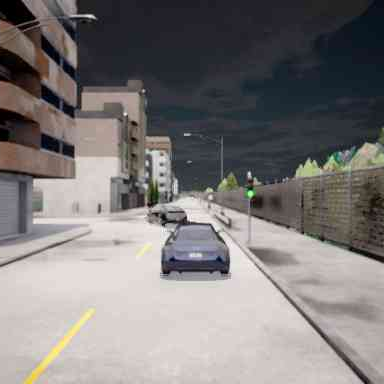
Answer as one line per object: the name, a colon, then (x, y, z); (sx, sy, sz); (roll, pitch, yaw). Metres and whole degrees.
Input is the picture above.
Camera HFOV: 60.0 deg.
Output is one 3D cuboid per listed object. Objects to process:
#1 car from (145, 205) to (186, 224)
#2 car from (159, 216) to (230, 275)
car: (-2.045, 1.761, 25.269); (2.128, 1.511, 4.902); (1, -1, -26)
car: (0.099, 1.679, 10.849); (1.994, 1.385, 4.181); (0, -1, 0)
